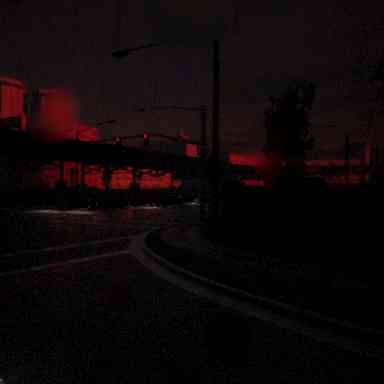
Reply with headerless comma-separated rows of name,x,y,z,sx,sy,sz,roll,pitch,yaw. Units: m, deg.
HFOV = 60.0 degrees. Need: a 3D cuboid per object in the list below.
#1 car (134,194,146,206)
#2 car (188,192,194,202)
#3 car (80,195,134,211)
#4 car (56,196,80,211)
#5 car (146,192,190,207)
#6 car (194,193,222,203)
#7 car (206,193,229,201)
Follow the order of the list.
car,-6.964,1.048,43.676,2.128,1.511,4.902,0,1,37
car,-1.450,0.770,50.972,2.097,1.767,4.553,0,1,37
car,-8.910,1.175,35.284,1.837,1.490,4.892,0,1,37
car,-12.479,1.191,36.369,1.812,1.442,4.674,0,1,37
car,-3.044,1.103,43.061,2.033,1.411,5.357,0,1,37
car,2.828,0.923,50.834,1.812,1.442,4.674,0,1,37
car,4.563,0.830,58.907,1.895,1.301,4.718,0,1,37
